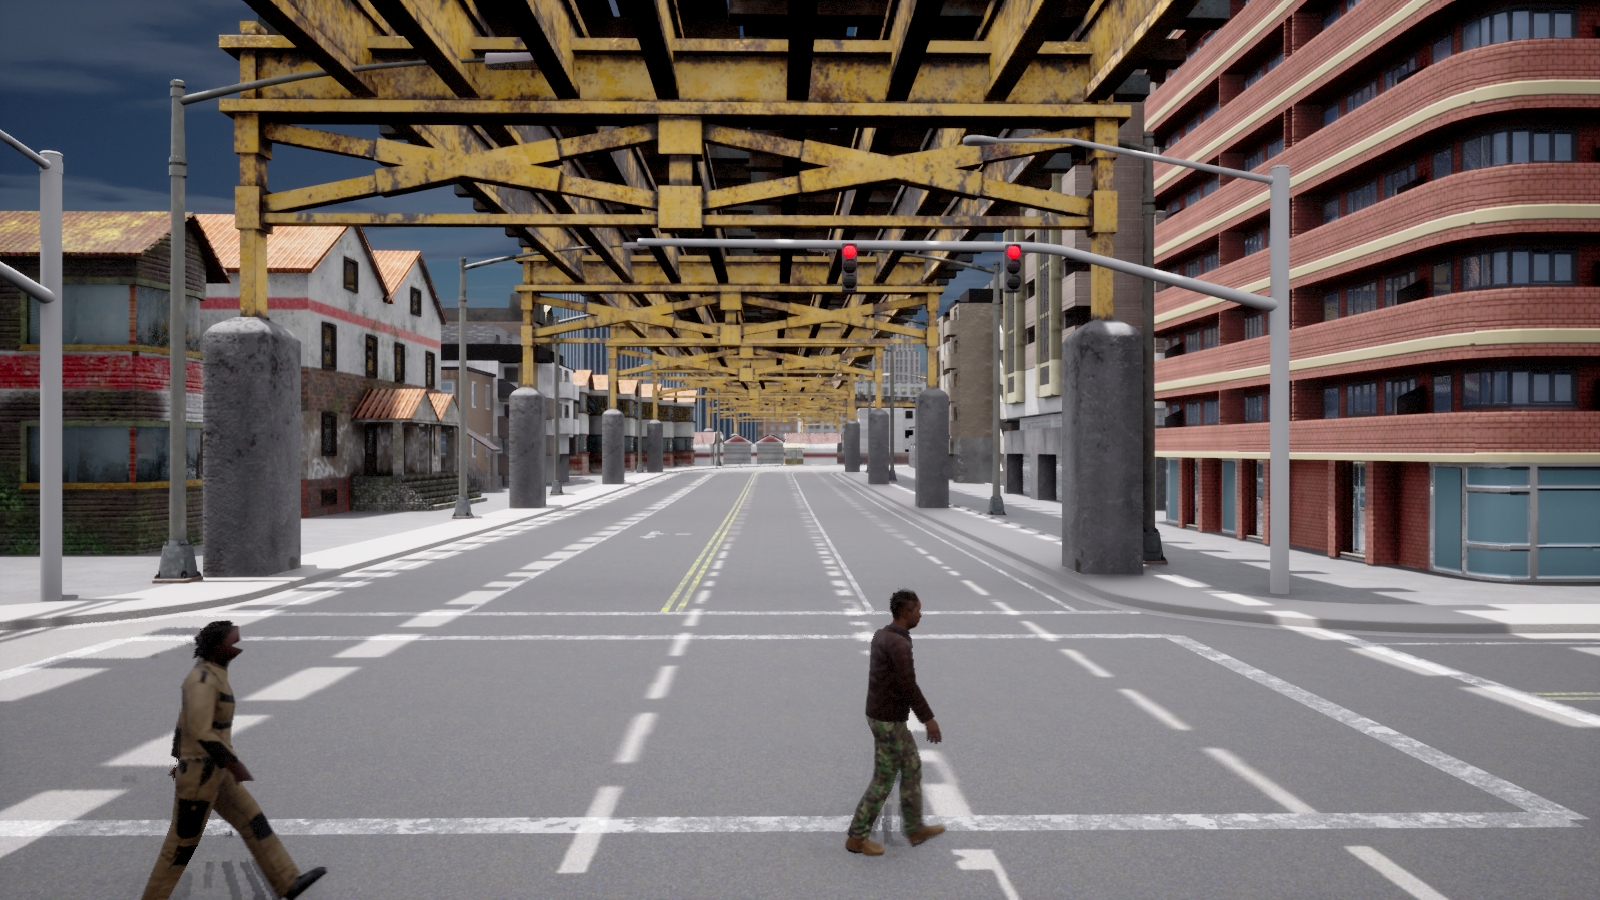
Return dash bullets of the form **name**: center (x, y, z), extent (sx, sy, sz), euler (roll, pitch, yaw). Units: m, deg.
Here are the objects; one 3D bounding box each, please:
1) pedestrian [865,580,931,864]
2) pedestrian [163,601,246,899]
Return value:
- **pedestrian**: center (0.671, 1.848, 7.878), extent (0.375, 1.860, 0.375), euler (0, 0, -9)
- **pedestrian**: center (-3.494, 1.848, 6.718), extent (0.375, 1.860, 0.375), euler (0, 0, -18)
